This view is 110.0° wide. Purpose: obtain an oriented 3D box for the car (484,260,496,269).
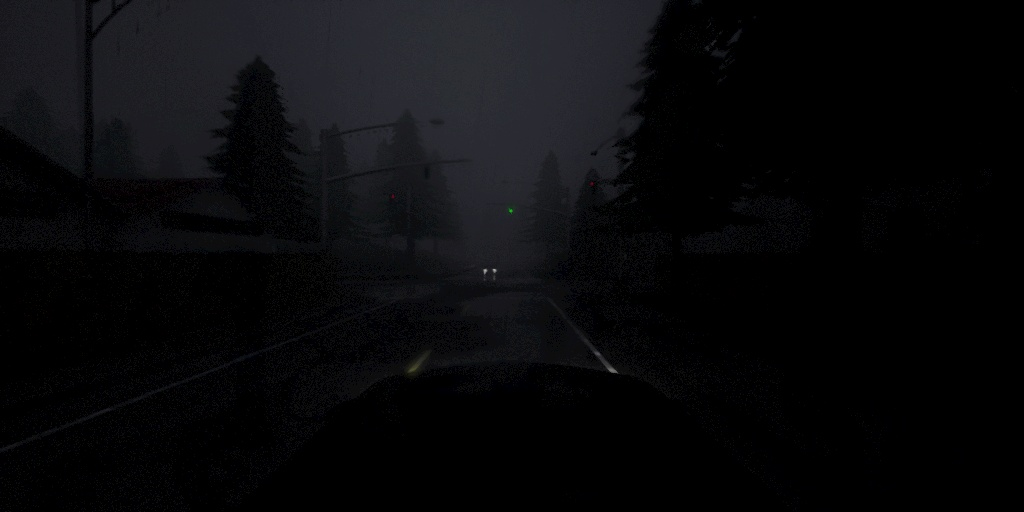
[{"bbox_3d":[-3.498,1.357,57.704,1.812,1.442,4.674,0,0,0],"label":"car"}]
